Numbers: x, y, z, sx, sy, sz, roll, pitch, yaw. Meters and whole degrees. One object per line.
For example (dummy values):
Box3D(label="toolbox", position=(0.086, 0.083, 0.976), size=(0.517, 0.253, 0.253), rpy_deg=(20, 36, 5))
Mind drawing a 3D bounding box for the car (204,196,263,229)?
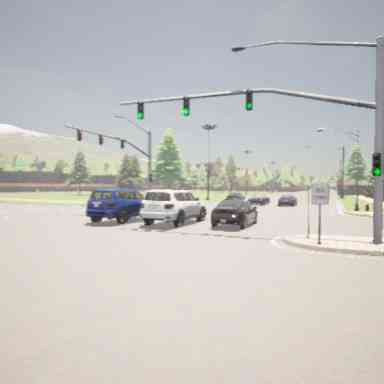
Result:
Box3D(label="car", position=(2.574, 1.214, 19.379), size=(1.837, 1.490, 4.892), rpy_deg=(1, 1, 23))

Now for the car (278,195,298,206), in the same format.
Box3D(label="car", position=(11.943, 1.010, 41.368), size=(1.994, 1.385, 4.181), rpy_deg=(1, 1, 23))

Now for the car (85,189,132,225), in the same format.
Box3D(label="car", position=(-4.297, 0.838, 21.102), size=(2.150, 2.045, 5.566), rpy_deg=(1, 1, 23))

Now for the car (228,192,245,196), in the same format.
Box3D(label="car", position=(6.031, 0.832, 45.353), size=(1.837, 1.490, 4.892), rpy_deg=(1, 1, 23))

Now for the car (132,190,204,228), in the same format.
Box3D(label="car", position=(-0.973, 0.887, 19.973), size=(2.150, 2.045, 5.566), rpy_deg=(1, 1, 23))

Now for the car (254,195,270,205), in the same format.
Box3D(label="car", position=(8.864, 0.991, 43.073), size=(1.895, 1.301, 4.718), rpy_deg=(1, 1, 23))
